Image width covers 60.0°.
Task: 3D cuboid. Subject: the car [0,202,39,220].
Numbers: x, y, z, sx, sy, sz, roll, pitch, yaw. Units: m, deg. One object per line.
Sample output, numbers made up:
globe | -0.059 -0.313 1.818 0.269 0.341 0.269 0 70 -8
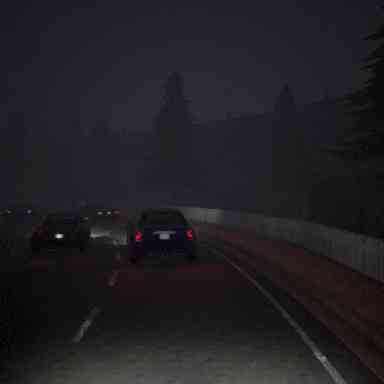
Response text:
car | -14.383 1.501 27.737 4.181 1.385 1.994 0 0 43

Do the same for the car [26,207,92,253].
car | -5.292 1.533 13.749 1.994 1.385 4.181 0 0 -16

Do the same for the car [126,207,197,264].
car | -1.252 1.329 12.007 2.097 1.767 4.553 0 1 -12

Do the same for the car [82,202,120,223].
car | -7.346 1.490 25.343 2.033 1.411 5.357 0 0 -37
